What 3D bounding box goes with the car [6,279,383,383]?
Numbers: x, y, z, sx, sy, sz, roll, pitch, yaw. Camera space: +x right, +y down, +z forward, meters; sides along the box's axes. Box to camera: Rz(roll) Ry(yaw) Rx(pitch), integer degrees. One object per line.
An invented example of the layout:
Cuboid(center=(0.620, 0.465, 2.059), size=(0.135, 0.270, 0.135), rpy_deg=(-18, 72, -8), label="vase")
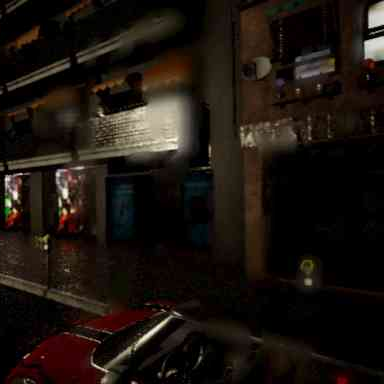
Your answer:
Cuboid(center=(0.347, 1.442, 2.505), size=(4.097, 1.590, 1.967), rpy_deg=(0, -1, 35), label="car")
